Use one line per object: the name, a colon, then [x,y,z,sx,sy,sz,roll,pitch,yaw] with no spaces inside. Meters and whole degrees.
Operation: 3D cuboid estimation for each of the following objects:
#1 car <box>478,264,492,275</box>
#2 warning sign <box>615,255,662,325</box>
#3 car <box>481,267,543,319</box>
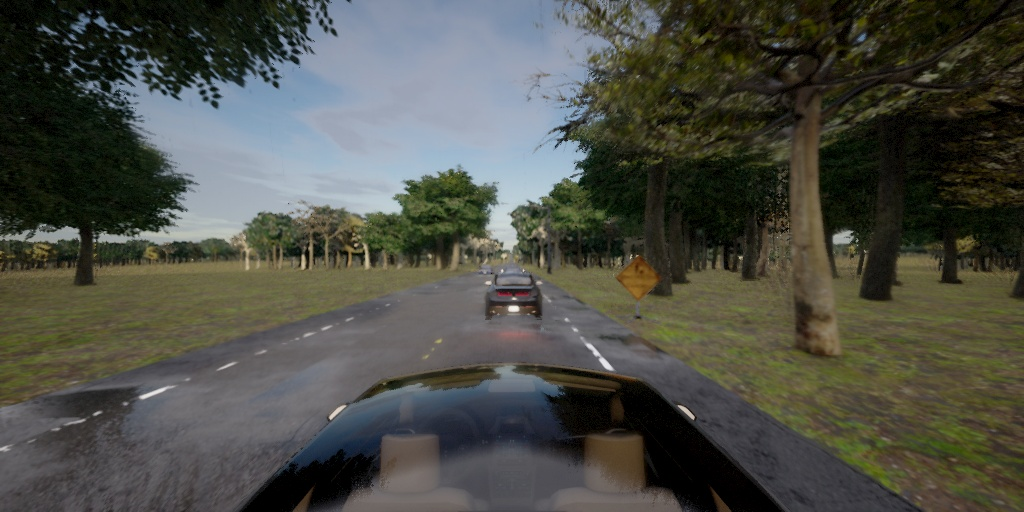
car: [-3.588,1.886,49.936,2.033,1.411,5.357,0,-1,0]
warning sign: [3.548,0.902,10.148,1.300,1.860,1.060,0,0,0]
car: [0.068,1.314,12.983,1.837,1.490,4.892,0,0,0]
